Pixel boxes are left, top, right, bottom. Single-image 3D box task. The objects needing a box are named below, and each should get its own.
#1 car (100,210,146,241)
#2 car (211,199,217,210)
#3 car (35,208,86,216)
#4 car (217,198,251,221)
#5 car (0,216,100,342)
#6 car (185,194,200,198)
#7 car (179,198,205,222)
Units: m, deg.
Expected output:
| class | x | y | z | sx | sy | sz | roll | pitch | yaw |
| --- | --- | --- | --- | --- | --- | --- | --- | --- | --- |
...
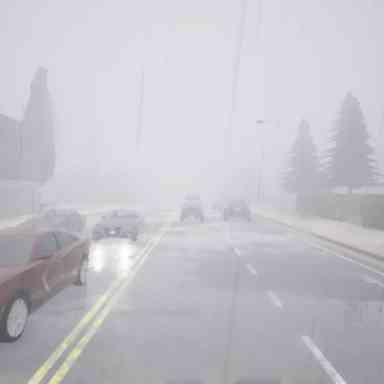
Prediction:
| class | x | y | z | sx | sy | sz | roll | pitch | yaw |
| --- | --- | --- | --- | --- | --- | --- | --- | --- | --- |
| car | -3.499 | 1.585 | 16.614 | 1.994 | 1.385 | 4.181 | 0 | 0 | 0 |
| car | 3.570 | 1.619 | 43.224 | 1.994 | 1.385 | 4.181 | 0 | 0 | 0 |
| car | -7.004 | 1.569 | 17.180 | 2.033 | 1.411 | 5.357 | 0 | 0 | 0 |
| car | 3.524 | 1.386 | 27.702 | 2.097 | 1.767 | 4.553 | 0 | 0 | 0 |
| car | -3.564 | 1.486 | 6.683 | 1.882 | 1.535 | 5.008 | 0 | 0 | 0 |
| car | 0.065 | 1.267 | 42.504 | 2.150 | 2.045 | 5.566 | 0 | -1 | 0 |
| car | 0.019 | 1.539 | 27.013 | 1.837 | 1.490 | 4.892 | 0 | 0 | 0 |
